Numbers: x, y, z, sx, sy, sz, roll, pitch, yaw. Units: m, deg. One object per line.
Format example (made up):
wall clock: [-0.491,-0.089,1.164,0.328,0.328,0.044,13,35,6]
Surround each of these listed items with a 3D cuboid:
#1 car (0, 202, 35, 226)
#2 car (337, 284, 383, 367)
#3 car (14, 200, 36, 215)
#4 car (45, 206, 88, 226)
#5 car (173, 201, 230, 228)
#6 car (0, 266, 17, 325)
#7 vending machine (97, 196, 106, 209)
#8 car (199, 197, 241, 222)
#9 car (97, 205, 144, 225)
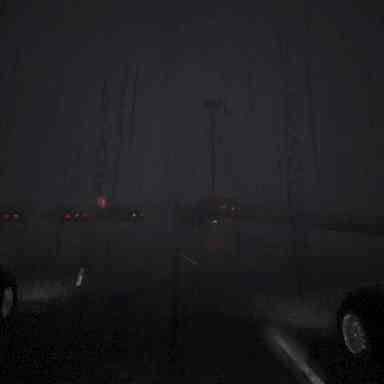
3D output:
car: [-14.181,1.783,25.709,2.033,1.411,5.357,0,-1,-40]
car: [3.196,1.538,3.011,1.812,1.442,4.674,0,0,-5]
car: [-18.839,1.681,36.615,2.097,1.767,4.553,0,-1,-40]
car: [-9.816,1.768,25.818,2.033,1.411,5.357,0,-1,-38]
car: [0.337,1.678,23.576,1.837,1.490,4.892,0,0,-29]
car: [-3.925,1.550,4.238,1.837,1.490,4.892,0,-1,-8]
vending machine: [-14.675,1.638,54.089,1.100,2.100,0.880,0,-1,-40]
car: [1.709,1.421,28.103,2.150,2.045,5.566,0,-1,-33]
car: [-5.731,1.758,26.226,2.033,1.411,5.357,0,-1,-37]
